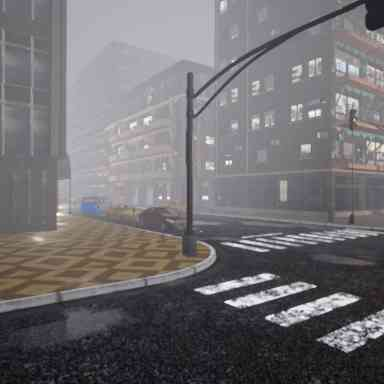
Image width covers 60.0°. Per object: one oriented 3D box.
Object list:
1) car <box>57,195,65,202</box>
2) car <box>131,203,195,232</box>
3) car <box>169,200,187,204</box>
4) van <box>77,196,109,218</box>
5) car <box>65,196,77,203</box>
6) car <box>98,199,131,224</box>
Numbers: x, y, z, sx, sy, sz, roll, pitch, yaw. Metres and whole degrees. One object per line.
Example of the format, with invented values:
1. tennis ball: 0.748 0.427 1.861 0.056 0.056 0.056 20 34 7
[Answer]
1. car: -27.958 1.354 70.681 1.967 1.590 4.097 0 0 -36
2. car: -1.750 1.523 19.780 1.802 1.307 4.206 0 0 -36
3. car: -1.644 1.482 34.006 1.752 1.417 4.829 0 0 -36
4. van: -8.352 1.262 28.983 1.690 1.788 3.998 0 0 -36
5. car: -21.454 1.441 61.616 1.752 1.417 4.829 0 0 -36
6. car: -4.952 1.455 24.243 1.752 1.417 4.829 0 0 -36
